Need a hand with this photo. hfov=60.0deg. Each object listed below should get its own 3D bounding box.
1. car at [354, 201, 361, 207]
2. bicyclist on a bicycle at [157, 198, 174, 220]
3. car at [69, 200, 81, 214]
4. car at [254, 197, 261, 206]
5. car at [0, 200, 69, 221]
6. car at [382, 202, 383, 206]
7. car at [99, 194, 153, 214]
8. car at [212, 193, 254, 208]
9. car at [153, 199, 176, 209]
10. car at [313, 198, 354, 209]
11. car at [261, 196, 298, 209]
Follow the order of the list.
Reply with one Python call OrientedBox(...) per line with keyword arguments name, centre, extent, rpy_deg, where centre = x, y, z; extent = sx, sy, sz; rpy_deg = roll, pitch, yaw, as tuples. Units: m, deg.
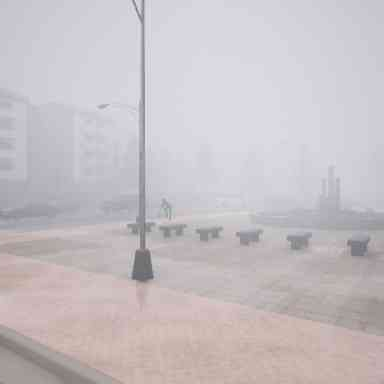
OrientedBox(name="car", centre=(22.159, 1.601, 48.654), extent=(4.718, 1.301, 1.895), rpy_deg=(0, 0, -7))
OrientedBox(name="bicyclist on a bicycle", centre=(-2.003, 1.301, 24.805), extent=(1.656, 1.620, 0.582), rpy_deg=(0, 0, 33))
OrientedBox(name="car", centre=(-13.568, 1.526, 33.952), extent=(1.812, 1.442, 4.674), rpy_deg=(0, 0, 36))
OrientedBox(name="car", centre=(10.227, 1.560, 53.068), extent=(4.892, 1.490, 1.837), rpy_deg=(0, 0, -20))
OrientedBox(name="car", centre=(-13.523, 1.547, 27.988), extent=(2.033, 1.411, 5.357), rpy_deg=(0, 0, 33))
OrientedBox(name="car", centre=(28.784, 1.601, 45.450), extent=(4.718, 1.301, 1.895), rpy_deg=(0, 0, 1))
OrientedBox(name="car", centre=(-7.390, 1.221, 36.375), extent=(2.150, 2.045, 5.566), rpy_deg=(0, 0, 40))
OrientedBox(name="car", centre=(5.480, 1.223, 46.953), extent=(5.566, 2.045, 2.150), rpy_deg=(0, 0, -29))
OrientedBox(name="car", centre=(-4.563, 1.600, 44.232), extent=(4.718, 1.301, 1.895), rpy_deg=(0, 0, -40))
OrientedBox(name="car", centre=(18.525, 1.505, 44.302), extent=(4.892, 1.490, 1.837), rpy_deg=(0, 0, -14))
OrientedBox(name="car", centre=(12.479, 1.352, 46.104), extent=(4.553, 1.767, 2.097), rpy_deg=(0, 0, -22))
